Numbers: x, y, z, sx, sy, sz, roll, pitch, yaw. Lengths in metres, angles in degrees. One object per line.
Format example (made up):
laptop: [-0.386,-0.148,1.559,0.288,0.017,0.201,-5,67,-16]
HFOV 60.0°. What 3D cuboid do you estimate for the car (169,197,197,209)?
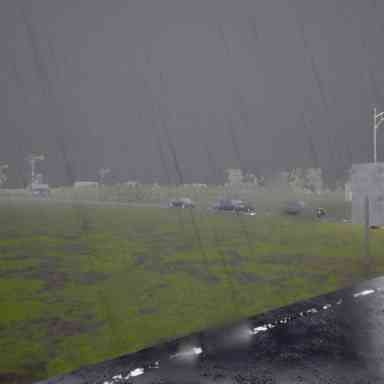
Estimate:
car: [-1.334,1.484,45.840,1.837,1.490,4.892,0,1,-37]

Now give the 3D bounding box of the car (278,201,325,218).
car: [9.757,1.551,29.895,1.994,1.385,4.181,0,0,-33]

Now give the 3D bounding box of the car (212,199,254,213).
car: [4.545,1.531,37.727,2.033,1.411,5.357,0,0,-35]
